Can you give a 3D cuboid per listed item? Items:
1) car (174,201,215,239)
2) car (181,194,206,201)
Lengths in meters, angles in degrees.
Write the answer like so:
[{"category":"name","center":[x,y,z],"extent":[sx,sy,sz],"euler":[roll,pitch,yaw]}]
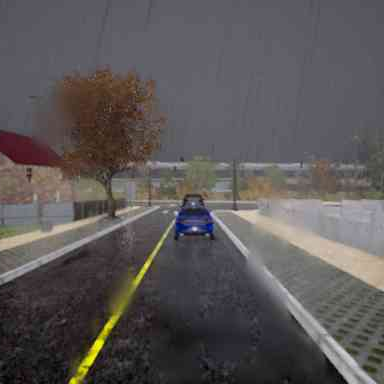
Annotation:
[{"category":"car","center":[0.110,1.446,17.023],"extent":[1.882,1.535,5.008],"euler":[0,0,0]},{"category":"car","center":[0.144,1.174,32.717],"extent":[2.150,2.045,5.566],"euler":[0,0,1]}]
